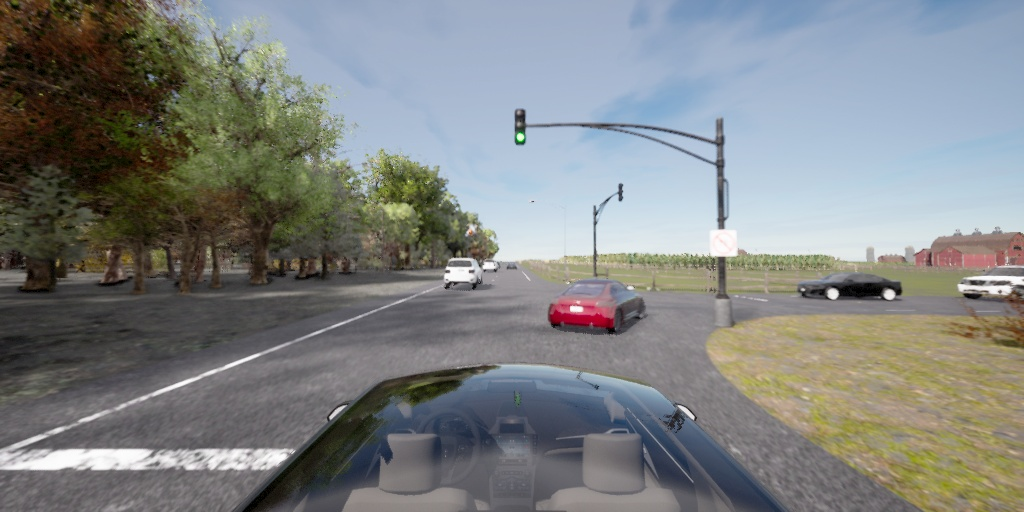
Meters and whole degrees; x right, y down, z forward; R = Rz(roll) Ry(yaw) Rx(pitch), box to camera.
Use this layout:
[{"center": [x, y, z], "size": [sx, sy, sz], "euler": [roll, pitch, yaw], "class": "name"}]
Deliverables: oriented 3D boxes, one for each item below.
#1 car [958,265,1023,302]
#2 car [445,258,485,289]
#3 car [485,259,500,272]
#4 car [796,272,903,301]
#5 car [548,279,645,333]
[{"center": [28.984, 1.527, 20.315], "size": [5.566, 2.045, 2.150], "euler": [1, -2, 0], "class": "car"}, {"center": [-3.429, 1.202, 25.945], "size": [2.150, 2.045, 5.566], "euler": [0, -1, 0], "class": "car"}, {"center": [-3.467, 1.501, 58.079], "size": [2.150, 2.045, 5.566], "euler": [0, -1, 0], "class": "car"}, {"center": [18.994, 1.671, 20.343], "size": [5.008, 1.535, 1.882], "euler": [1, -2, 0], "class": "car"}, {"center": [2.787, 1.408, 11.334], "size": [1.994, 1.385, 4.181], "euler": [-1, -1, 32], "class": "car"}]
